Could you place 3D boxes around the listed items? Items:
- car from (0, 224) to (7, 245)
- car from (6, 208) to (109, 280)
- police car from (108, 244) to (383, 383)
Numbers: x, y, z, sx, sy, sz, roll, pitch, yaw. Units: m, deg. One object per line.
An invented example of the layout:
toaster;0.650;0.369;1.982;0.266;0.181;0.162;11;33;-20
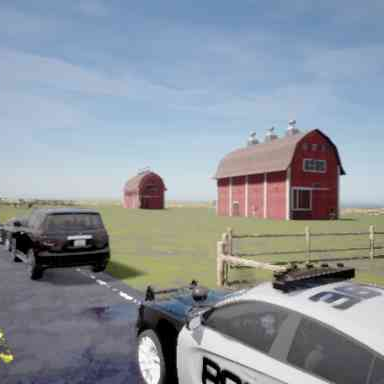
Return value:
car;-8.153;1.958;16.262;1.837;1.490;4.892;2;-2;-36
car;-4.674;1.560;11.418;2.150;2.045;5.566;2;-2;-36
police car;1.099;1.566;3.349;1.930;1.638;5.238;2;-2;-36
